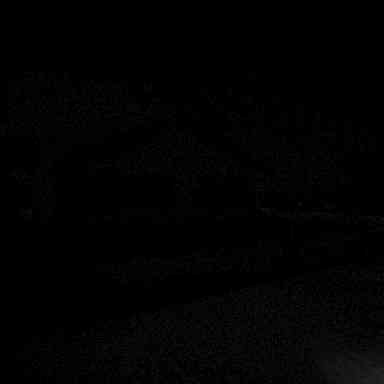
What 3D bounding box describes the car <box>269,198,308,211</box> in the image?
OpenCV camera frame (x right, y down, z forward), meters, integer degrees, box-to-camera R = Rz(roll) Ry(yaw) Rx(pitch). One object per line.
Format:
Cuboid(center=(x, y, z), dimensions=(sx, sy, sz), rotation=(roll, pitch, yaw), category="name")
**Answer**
Cuboid(center=(11.366, 1.491, 39.496), dimensions=(2.128, 1.511, 4.902), rotation=(0, 0, -35), category="car")
